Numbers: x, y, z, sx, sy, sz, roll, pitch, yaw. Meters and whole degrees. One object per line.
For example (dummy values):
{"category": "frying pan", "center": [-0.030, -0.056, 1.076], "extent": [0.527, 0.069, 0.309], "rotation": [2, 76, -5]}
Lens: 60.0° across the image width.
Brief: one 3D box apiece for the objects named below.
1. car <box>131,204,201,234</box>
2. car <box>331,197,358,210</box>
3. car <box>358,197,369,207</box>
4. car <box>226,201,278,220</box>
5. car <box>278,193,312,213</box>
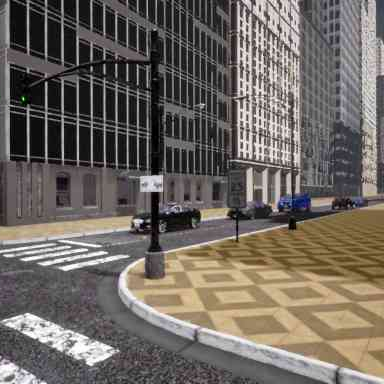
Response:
{"category": "car", "center": [-1.386, 1.447, 19.244], "extent": [2.128, 1.511, 4.902], "rotation": [0, 0, 37]}
{"category": "car", "center": [18.385, 1.359, 40.405], "extent": [1.837, 1.490, 4.892], "rotation": [0, 0, 37]}
{"category": "car", "center": [24.597, 1.369, 48.773], "extent": [2.033, 1.411, 5.357], "rotation": [0, 0, 37]}
{"category": "car", "center": [4.939, 1.470, 27.689], "extent": [2.033, 1.411, 5.357], "rotation": [0, 0, 37]}
{"category": "car", "center": [11.176, 1.110, 35.999], "extent": [2.150, 2.045, 5.566], "rotation": [0, 0, 37]}
